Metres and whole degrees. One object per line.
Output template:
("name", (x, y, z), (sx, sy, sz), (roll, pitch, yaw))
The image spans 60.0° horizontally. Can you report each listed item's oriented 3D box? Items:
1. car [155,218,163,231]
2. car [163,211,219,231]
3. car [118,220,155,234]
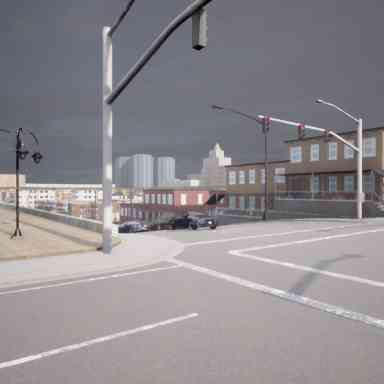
("car", (-3.416, 3.666, 35.072), (1.837, 1.490, 4.892), (0, -12, -36))
("car", (0.031, 2.054, 24.150), (1.994, 1.385, 4.181), (0, -4, -36))
("car", (-5.837, 3.505, 32.126), (1.812, 1.442, 4.674), (0, -12, -37))
